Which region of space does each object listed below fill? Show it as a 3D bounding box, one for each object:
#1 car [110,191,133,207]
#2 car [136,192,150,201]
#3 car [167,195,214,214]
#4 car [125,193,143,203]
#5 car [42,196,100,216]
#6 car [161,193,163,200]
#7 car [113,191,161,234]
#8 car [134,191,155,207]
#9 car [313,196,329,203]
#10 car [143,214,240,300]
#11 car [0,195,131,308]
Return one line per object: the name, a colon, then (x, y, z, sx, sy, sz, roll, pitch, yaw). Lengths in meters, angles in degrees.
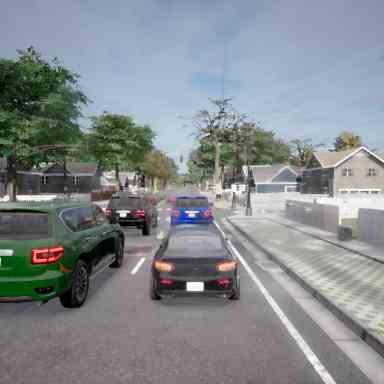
car: (-9.822, 0.888, 46.910, 2.150, 2.045, 5.566, 0, 1, 0)
car: (-9.731, 0.854, 66.564, 2.128, 1.511, 4.902, 0, 1, 1)
car: (0.031, 1.159, 18.264, 2.150, 2.045, 5.566, 0, 0, 1)
car: (-9.804, 1.044, 56.590, 2.128, 1.511, 4.902, 0, 1, 0)
car: (-11.179, 1.282, 30.995, 4.553, 1.767, 2.097, 0, 1, 0)
car: (-6.550, 1.121, 56.264, 1.994, 1.385, 4.181, 0, 1, 1)
car: (-3.217, 1.158, 18.390, 2.150, 2.045, 5.566, 0, 0, 1)
car: (-6.571, 0.889, 46.856, 2.150, 2.045, 5.566, 0, 1, 0)
car: (13.296, 1.198, 34.409, 4.902, 1.511, 2.128, 0, 1, -2)
car: (0.070, 1.513, 8.230, 1.812, 1.442, 4.674, 0, 0, 0)
car: (-3.184, 1.209, 8.039, 2.150, 2.045, 5.566, 0, 0, 1)
